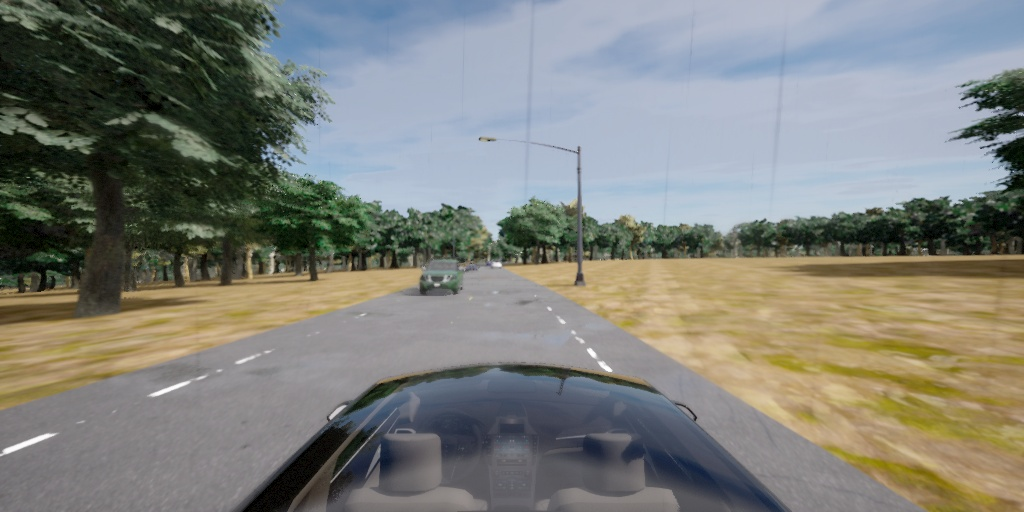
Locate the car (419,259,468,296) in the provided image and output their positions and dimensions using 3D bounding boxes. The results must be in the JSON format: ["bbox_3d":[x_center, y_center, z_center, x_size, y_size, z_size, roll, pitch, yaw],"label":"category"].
[{"bbox_3d":[-4.165,1.225,22.019,2.150,2.045,5.566,0,-1,-3],"label":"car"}]

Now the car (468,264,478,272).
[{"bbox_3d":[-7.028,2.058,63.779,1.994,1.385,4.181,0,0,-4],"label":"car"}]
